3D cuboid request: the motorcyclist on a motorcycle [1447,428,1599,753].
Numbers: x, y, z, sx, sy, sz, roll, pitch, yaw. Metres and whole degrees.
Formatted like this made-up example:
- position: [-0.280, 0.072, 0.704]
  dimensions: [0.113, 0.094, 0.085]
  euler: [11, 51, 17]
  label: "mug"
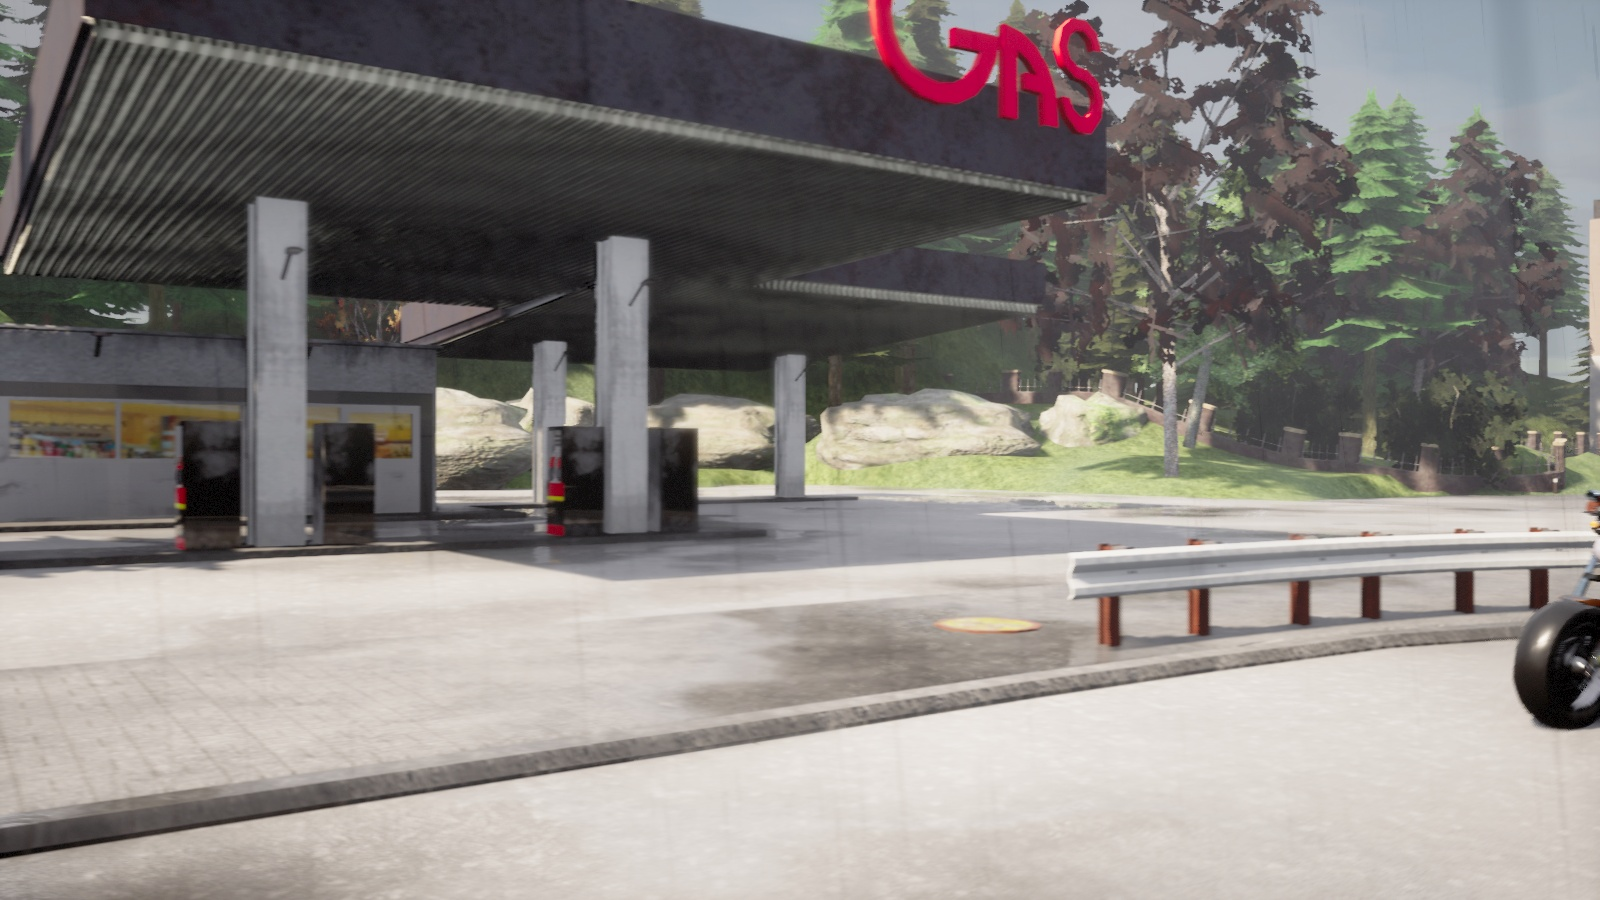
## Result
- position: [4.890, 0.704, 7.089]
  dimensions: [2.350, 1.649, 0.766]
  euler: [0, 1, -18]
  label: "motorcyclist on a motorcycle"
